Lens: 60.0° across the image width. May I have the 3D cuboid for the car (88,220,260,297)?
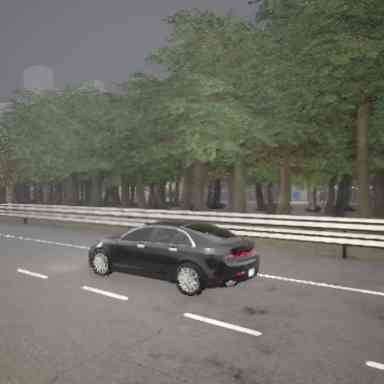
[{"bbox_3d":[-0.685,1.506,8.657,4.892,1.490,1.837,0,0,36],"label":"car"}]
